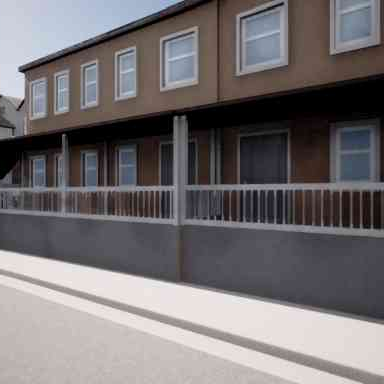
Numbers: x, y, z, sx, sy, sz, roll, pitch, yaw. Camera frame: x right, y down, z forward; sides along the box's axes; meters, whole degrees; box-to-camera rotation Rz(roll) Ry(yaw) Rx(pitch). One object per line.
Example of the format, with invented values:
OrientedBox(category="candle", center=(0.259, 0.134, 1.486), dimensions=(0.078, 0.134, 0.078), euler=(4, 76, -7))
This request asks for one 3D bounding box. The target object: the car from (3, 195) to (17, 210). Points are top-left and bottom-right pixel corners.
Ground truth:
OrientedBox(category="car", center=(-15.560, 1.057, 28.146), dimensions=(1.994, 1.385, 4.181), euler=(0, 14, 35))
